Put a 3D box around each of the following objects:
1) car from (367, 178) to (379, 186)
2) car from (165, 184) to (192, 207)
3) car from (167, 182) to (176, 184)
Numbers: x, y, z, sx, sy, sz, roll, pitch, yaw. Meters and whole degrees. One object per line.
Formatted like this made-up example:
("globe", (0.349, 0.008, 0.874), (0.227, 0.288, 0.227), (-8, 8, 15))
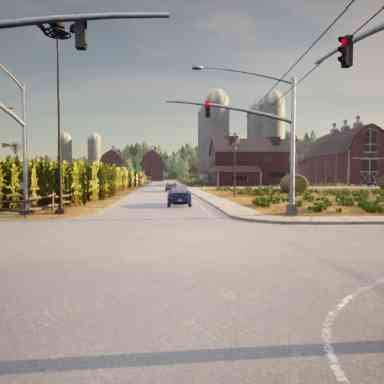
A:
("car", (42.397, -2.310, 77.478), (1.905, 1.878, 3.866), (10, 10, 41))
("car", (-1.102, 0.354, 27.571), (1.882, 1.535, 5.008), (0, 3, -4))
("car", (-3.322, -0.797, 52.804), (2.128, 1.511, 4.902), (0, 3, -5))
